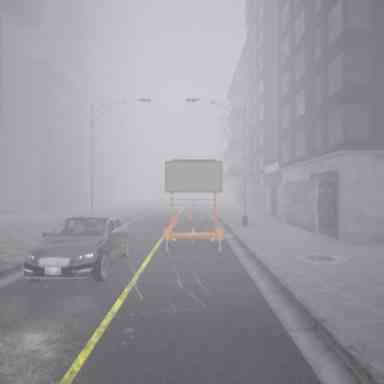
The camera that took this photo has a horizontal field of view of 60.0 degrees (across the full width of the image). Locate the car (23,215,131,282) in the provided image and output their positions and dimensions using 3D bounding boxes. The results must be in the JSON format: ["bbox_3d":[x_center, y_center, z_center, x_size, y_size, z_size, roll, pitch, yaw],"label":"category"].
[{"bbox_3d":[-3.054,1.462,9.768,2.128,1.511,4.902,0,0,0],"label":"car"}]

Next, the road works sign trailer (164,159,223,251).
[{"bbox_3d":[0.067,0.425,13.947,2.380,3.560,2.880,0,0,0],"label":"road works sign trailer"}]

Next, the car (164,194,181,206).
[{"bbox_3d":[-2.827,1.422,51.060,1.812,1.442,4.674,0,0,1],"label":"car"}]
